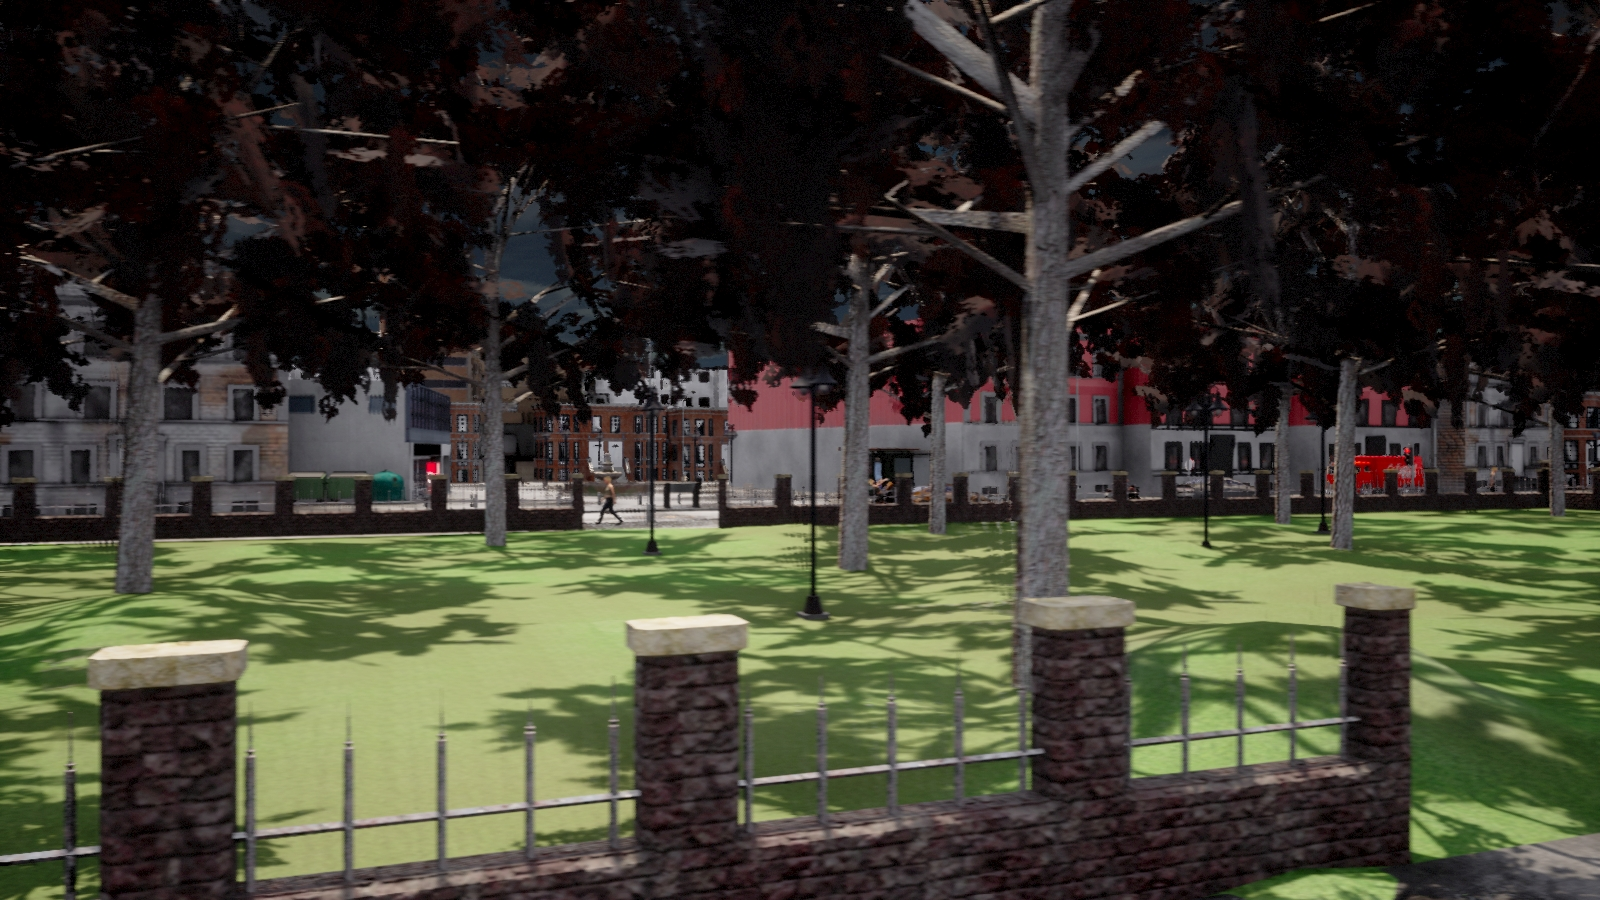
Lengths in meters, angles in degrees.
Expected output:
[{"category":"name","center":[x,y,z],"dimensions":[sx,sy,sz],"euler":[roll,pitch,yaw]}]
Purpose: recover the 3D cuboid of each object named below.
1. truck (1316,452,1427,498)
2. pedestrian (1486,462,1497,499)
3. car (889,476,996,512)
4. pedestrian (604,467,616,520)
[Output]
[{"category":"truck","center":[31.804,1.347,63.608],"dimensions":[5.204,2.467,2.627],"euler":[0,0,-20]},{"category":"pedestrian","center":[34.699,1.526,57.326],"dimensions":[0.375,1.860,0.375],"euler":[0,0,19]},{"category":"car","center":[6.243,1.911,50.056],"dimensions":[4.181,1.385,1.994],"euler":[-1,0,-20]},{"category":"pedestrian","center":[-6.725,1.523,40.484],"dimensions":[0.375,1.860,0.375],"euler":[0,0,-17]}]
